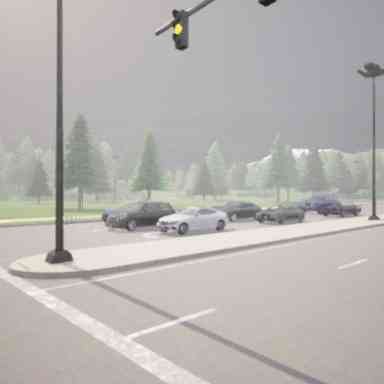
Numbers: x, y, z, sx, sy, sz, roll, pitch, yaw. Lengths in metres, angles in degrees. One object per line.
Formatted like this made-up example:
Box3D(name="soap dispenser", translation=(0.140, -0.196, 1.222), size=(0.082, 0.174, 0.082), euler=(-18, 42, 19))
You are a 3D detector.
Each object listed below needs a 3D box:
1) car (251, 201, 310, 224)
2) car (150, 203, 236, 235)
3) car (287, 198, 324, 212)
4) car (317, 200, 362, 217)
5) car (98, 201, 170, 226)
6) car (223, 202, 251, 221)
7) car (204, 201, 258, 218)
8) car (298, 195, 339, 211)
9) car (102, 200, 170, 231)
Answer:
Box3D(name="car", translation=(6.725, 1.618, 25.017), size=(4.181, 1.385, 1.994), euler=(0, 0, -42))
Box3D(name="car", translation=(0.171, 1.570, 19.268), size=(4.674, 1.442, 1.812), euler=(0, 0, -41))
Box3D(name="car", translation=(13.838, 1.573, 40.489), size=(4.902, 1.511, 2.128), euler=(-1, 0, -41))
Box3D(name="car", translation=(14.202, 1.665, 31.539), size=(4.718, 1.301, 1.895), euler=(0, 0, -41))
Box3D(name="car", translation=(-4.216, 1.536, 24.730), size=(5.008, 1.535, 1.882), euler=(0, 0, -41))
Box3D(name="car", translation=(3.778, 1.565, 27.078), size=(4.892, 1.490, 1.837), euler=(0, 0, -41))
Box3D(name="car", translation=(3.754, 1.617, 31.707), size=(5.357, 1.411, 2.033), euler=(0, 0, -41))
Box3D(name="car", translation=(13.916, 1.297, 35.930), size=(5.566, 2.045, 2.150), euler=(0, 0, -41))
Box3D(name="car", translation=(-3.089, 1.402, 21.067), size=(4.553, 1.767, 2.097), euler=(0, 0, -41))
